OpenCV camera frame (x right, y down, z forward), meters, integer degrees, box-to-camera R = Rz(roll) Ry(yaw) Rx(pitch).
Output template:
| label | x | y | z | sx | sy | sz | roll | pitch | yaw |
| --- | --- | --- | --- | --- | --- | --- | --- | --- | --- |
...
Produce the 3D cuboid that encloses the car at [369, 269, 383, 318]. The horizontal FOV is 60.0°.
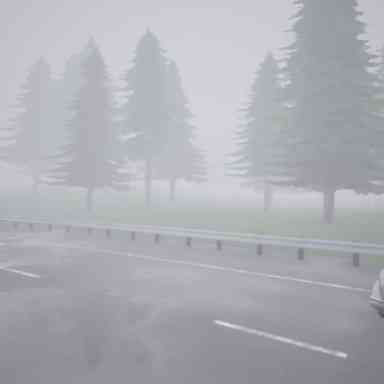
| label | x | y | z | sx | sy | sz | roll | pitch | yaw |
| --- | --- | --- | --- | --- | --- | --- | --- | --- | --- |
| car | 5.149 | 1.595 | 4.576 | 4.718 | 1.301 | 1.895 | 0 | 0 | 36 |
